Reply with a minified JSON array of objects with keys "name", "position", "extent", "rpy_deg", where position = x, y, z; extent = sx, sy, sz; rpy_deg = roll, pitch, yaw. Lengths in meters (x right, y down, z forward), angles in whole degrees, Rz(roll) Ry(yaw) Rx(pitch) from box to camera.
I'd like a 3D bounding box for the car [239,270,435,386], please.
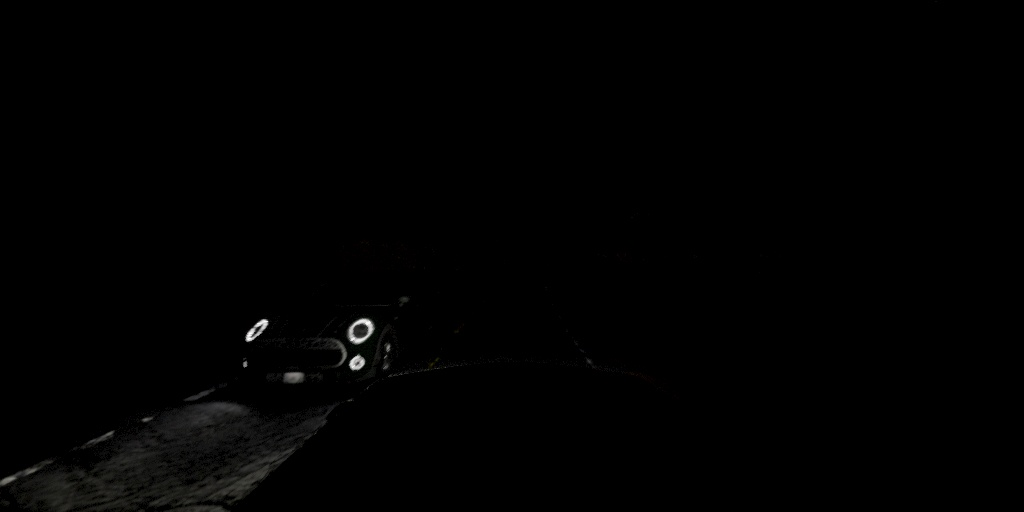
[{"name":"car","position":[-3.027,1.121,7.269],"extent":[2.097,1.767,4.553],"rpy_deg":[0,0,1]}]
